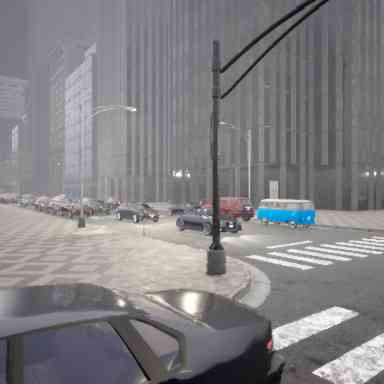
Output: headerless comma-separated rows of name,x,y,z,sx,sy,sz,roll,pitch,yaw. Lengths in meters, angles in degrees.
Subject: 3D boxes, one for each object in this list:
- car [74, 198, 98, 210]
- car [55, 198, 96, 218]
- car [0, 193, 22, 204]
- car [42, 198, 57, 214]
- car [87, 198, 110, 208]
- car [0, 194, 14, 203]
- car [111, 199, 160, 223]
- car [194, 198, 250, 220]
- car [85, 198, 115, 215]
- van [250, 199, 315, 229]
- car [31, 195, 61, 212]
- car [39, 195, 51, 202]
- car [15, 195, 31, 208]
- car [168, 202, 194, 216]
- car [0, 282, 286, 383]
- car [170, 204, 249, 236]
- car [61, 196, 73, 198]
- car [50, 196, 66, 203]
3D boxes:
car,-14.436,1.547,45.220,1.812,1.442,4.674,0,0,-36
car,-10.809,1.572,30.561,1.887,1.381,4.507,0,0,-36
car,-34.095,1.298,62.438,2.192,1.841,5.009,0,0,-36
car,-14.136,1.606,35.115,1.802,1.307,4.206,0,0,-36
car,-13.891,1.602,49.233,1.802,1.307,4.206,0,0,-36
car,-37.422,1.285,66.992,2.192,1.841,5.009,0,0,-36
car,-4.312,1.537,26.021,1.837,1.490,4.892,0,0,-36
car,2.744,1.352,26.461,2.192,1.841,5.009,0,0,-36
car,-9.831,1.531,33.586,1.837,1.490,4.892,0,0,-36
van,6.072,1.379,21.906,1.690,1.788,3.998,0,0,-36
car,-17.462,1.461,39.669,1.967,1.590,4.097,0,0,-36
car,-33.967,1.482,76.727,1.752,1.417,4.829,0,0,-35
car,-24.115,1.562,48.776,2.008,1.369,4.403,0,0,-36
car,-0.583,1.599,31.016,1.947,1.339,4.313,0,0,-36
car,-1.581,1.547,2.445,5.357,1.411,2.033,0,0,-37
car,0.872,1.600,18.924,1.994,1.385,4.181,0,0,-36
car,-15.866,1.546,41.920,1.812,1.442,4.674,0,0,-36
car,-27.298,1.511,67.589,1.752,1.417,4.829,0,0,-36
